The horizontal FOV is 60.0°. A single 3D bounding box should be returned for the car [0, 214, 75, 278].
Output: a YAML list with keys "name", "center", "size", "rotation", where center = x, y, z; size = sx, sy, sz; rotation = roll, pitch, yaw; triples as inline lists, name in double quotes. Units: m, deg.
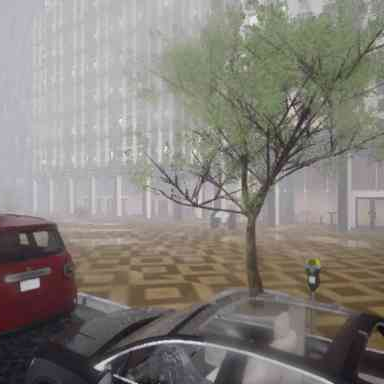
- name: "car"
  center: [-4.087, 1.313, 5.793]
  size: [5.009, 1.841, 2.192]
  rotation: [0, 0, 36]

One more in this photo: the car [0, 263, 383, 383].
- name: "car"
  center: [0.410, 1.548, 2.585]
  size: [4.403, 1.369, 2.008]
  rotation: [0, 0, 35]
